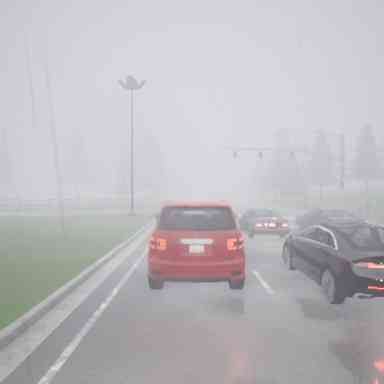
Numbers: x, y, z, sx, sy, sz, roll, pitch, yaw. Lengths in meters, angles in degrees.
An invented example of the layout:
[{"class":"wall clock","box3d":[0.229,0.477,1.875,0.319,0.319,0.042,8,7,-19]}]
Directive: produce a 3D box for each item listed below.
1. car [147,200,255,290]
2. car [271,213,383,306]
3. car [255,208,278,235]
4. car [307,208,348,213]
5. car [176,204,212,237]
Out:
[{"class":"car","box3d":[0.112,1.214,9.243,2.150,2.045,5.566,0,0,0]},{"class":"car","box3d":[3.615,1.484,8.005,2.128,1.511,4.902,0,0,0]},{"class":"car","box3d":[3.637,1.533,17.556,2.033,1.411,5.357,0,0,0]},{"class":"car","box3d":[7.137,1.533,17.671,2.033,1.411,5.357,0,0,0]},{"class":"car","box3d":[0.123,1.510,18.946,1.812,1.442,4.674,0,0,0]}]
